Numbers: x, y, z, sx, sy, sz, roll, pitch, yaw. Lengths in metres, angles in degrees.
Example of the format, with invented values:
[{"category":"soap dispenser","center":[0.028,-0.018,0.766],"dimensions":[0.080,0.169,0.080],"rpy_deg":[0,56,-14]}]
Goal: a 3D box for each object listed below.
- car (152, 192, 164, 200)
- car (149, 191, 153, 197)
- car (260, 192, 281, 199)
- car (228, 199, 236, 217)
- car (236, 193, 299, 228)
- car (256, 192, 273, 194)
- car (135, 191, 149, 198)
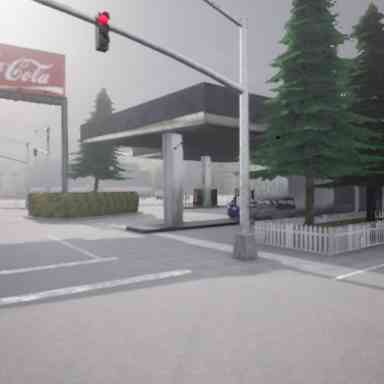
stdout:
[{"category":"car","center":[-5.910,0.933,70.995],"dimensions":[2.007,1.523,4.514],"rpy_deg":[-1,1,-36]},{"category":"car","center":[-11.670,0.637,89.704],"dimensions":[1.932,1.855,4.605],"rpy_deg":[-1,1,-36]},{"category":"car","center":[18.780,0.739,79.532],"dimensions":[2.007,1.523,4.514],"rpy_deg":[-1,1,-36]},{"category":"car","center":[5.205,1.349,28.151],"dimensions":[4.611,1.667,2.242],"rpy_deg":[-1,1,-36]},{"category":"car","center":[5.039,1.235,21.019],"dimensions":[3.866,1.878,1.905],"rpy_deg":[-1,1,-36]},{"category":"car","center":[16.278,0.761,77.640],"dimensions":[2.152,1.636,5.027],"rpy_deg":[-1,1,-36]},{"category":"car","center":[-13.774,0.646,87.657],"dimensions":[1.905,1.878,3.866],"rpy_deg":[-1,1,-36]}]
